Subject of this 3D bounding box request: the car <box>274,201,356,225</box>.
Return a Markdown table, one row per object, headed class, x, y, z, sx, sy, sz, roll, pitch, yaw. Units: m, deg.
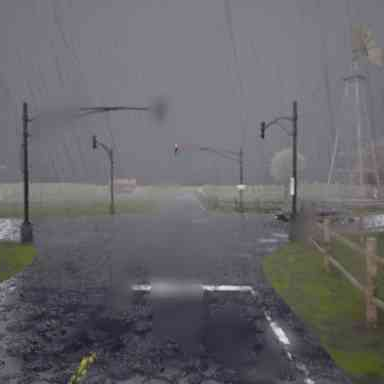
| class | x | y | z | sx | sy | sz | roll | pitch | yaw |
| --- | --- | --- | --- | --- | --- | --- | --- | --- | --- |
| car | 7.710 | 1.317 | 20.987 | 4.892 | 1.490 | 1.837 | -1 | 1 | 0 |
